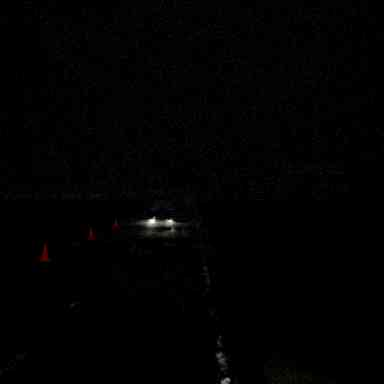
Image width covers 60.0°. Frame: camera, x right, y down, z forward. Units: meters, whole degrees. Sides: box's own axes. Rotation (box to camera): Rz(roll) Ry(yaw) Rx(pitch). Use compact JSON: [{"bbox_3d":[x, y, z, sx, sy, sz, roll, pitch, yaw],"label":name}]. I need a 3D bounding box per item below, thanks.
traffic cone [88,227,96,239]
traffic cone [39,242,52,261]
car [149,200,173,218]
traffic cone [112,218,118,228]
[{"bbox_3d":[-4.831,1.957,15.947,0.340,0.580,0.340,0,0,0],"label":"traffic cone"},{"bbox_3d":[-4.828,1.957,10.947,0.340,0.580,0.340,0,0,0],"label":"traffic cone"},{"bbox_3d":[-2.768,1.479,29.957,1.882,1.535,5.008,0,0,-6],"label":"car"},{"bbox_3d":[-4.831,1.957,20.948,0.340,0.580,0.340,0,0,0],"label":"traffic cone"}]
